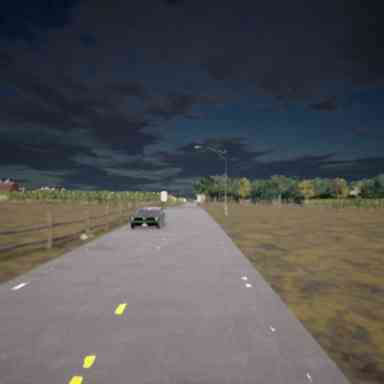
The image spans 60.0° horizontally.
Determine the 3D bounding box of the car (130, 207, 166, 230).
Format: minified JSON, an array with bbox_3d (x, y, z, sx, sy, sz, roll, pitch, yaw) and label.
[{"bbox_3d":[-2.803,1.670,21.899,1.895,1.301,4.718,0,0,1],"label":"car"}]
